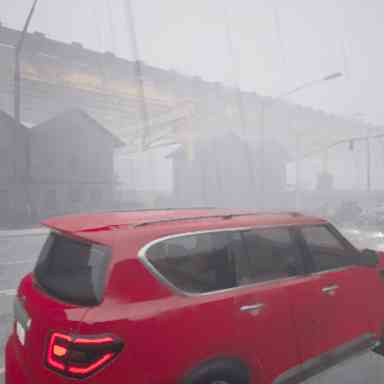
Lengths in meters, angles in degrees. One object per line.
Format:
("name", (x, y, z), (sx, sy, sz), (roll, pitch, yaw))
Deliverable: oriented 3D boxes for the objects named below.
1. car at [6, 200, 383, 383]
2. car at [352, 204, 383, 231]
("car", (0.776, 1.227, 4.304), (5.566, 2.045, 2.150), (0, 0, -35))
("car", (12.396, 1.557, 21.328), (4.674, 1.442, 1.812), (0, 0, -35))
